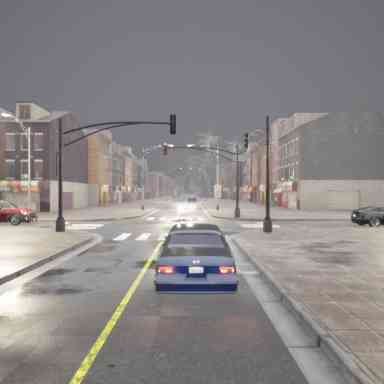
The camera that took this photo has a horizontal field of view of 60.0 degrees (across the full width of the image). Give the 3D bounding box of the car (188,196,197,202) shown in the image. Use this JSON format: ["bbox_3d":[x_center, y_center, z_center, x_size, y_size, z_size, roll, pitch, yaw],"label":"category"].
[{"bbox_3d":[0.019,1.550,75.854,1.882,1.535,5.008,0,0,0],"label":"car"}]

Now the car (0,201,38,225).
[{"bbox_3d":[-13.466,1.397,23.641,4.553,1.767,2.097,0,0,-1],"label":"car"}]

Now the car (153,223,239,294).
[{"bbox_3d":[0.082,1.549,8.920,2.033,1.411,5.357,0,0,0],"label":"car"}]

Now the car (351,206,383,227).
[{"bbox_3d":[12.356,1.522,21.035,4.313,1.339,1.947,0,0,0],"label":"car"}]
